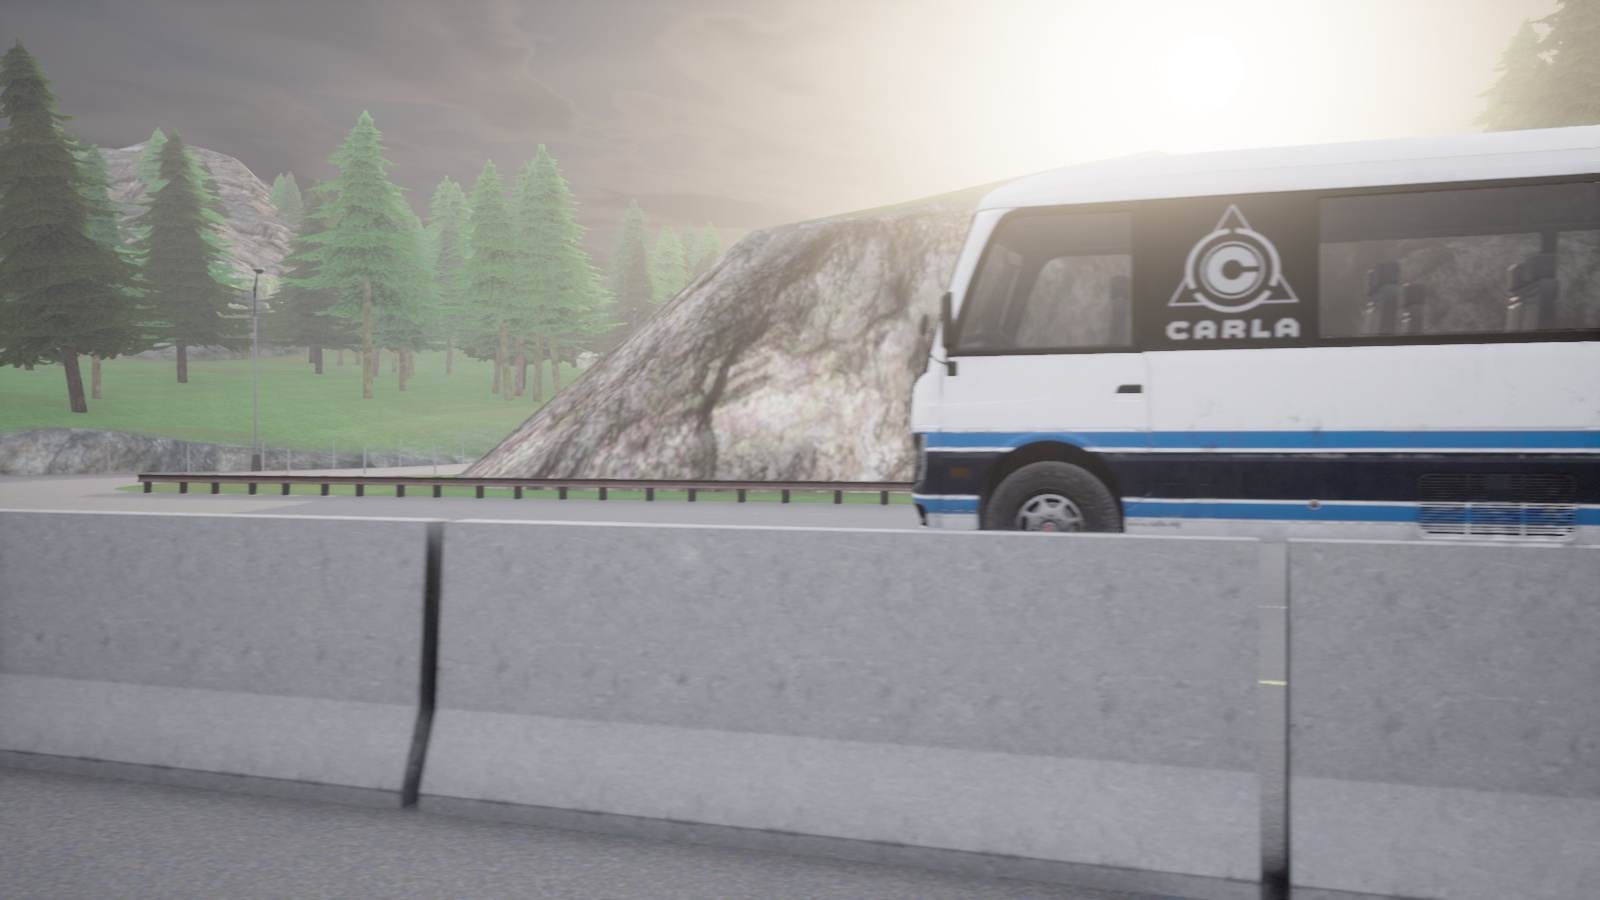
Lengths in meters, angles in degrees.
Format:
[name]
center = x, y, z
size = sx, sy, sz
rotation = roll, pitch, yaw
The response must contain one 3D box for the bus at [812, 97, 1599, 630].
[bus]
center = 5.624, -0.727, 12.358
size = 10.273, 4.253, 3.944
rotation = 1, 1, 19
